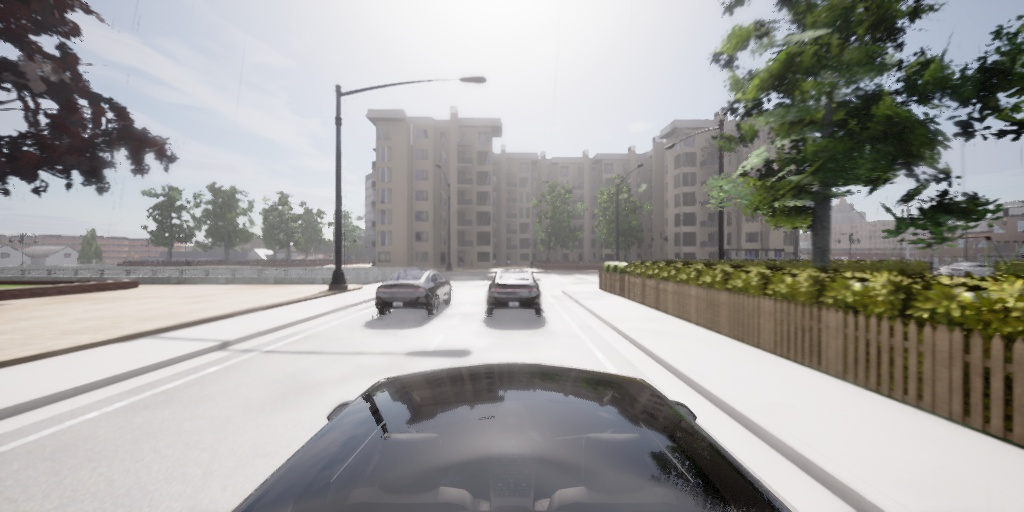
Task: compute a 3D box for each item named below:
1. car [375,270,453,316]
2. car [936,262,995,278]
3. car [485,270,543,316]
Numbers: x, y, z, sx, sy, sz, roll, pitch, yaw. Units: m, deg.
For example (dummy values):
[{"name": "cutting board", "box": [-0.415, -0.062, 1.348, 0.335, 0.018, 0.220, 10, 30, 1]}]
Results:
[{"name": "car", "box": [-3.417, 1.240, 13.234, 2.128, 1.511, 4.902, 0, 0, 0]}, {"name": "car", "box": [38.522, 1.264, 30.009, 4.674, 1.442, 1.812, 0, 0, 1]}, {"name": "car", "box": [0.083, 1.239, 13.211, 2.128, 1.511, 4.902, 0, 0, 0]}]
